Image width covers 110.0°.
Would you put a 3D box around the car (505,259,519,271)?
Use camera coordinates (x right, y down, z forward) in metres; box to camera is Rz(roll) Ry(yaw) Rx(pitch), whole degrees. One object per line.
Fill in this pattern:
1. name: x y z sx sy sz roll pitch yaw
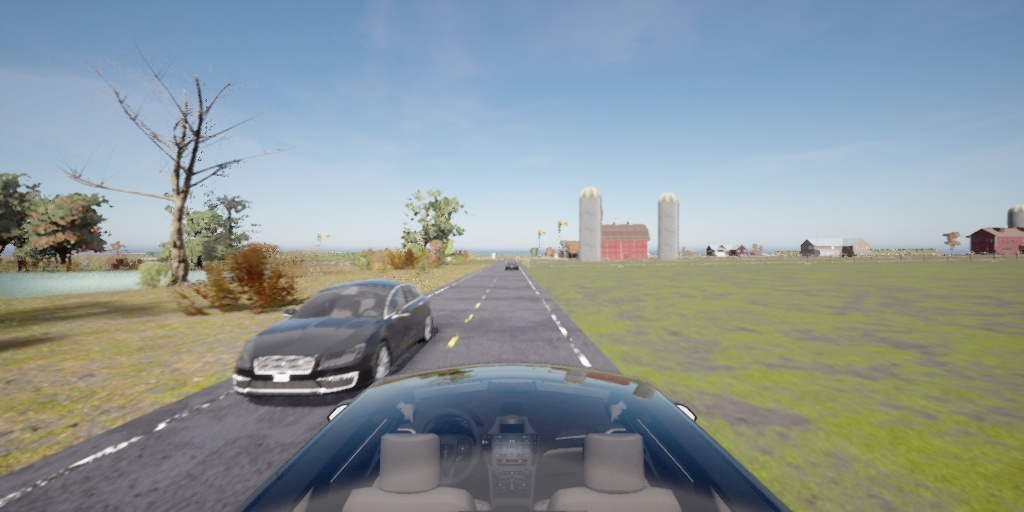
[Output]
1. car: -0.001 1.338 51.045 1.994 1.385 4.181 0 0 0

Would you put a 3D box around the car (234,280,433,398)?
1. car: -2.828 1.255 6.843 1.837 1.490 4.892 0 0 0
